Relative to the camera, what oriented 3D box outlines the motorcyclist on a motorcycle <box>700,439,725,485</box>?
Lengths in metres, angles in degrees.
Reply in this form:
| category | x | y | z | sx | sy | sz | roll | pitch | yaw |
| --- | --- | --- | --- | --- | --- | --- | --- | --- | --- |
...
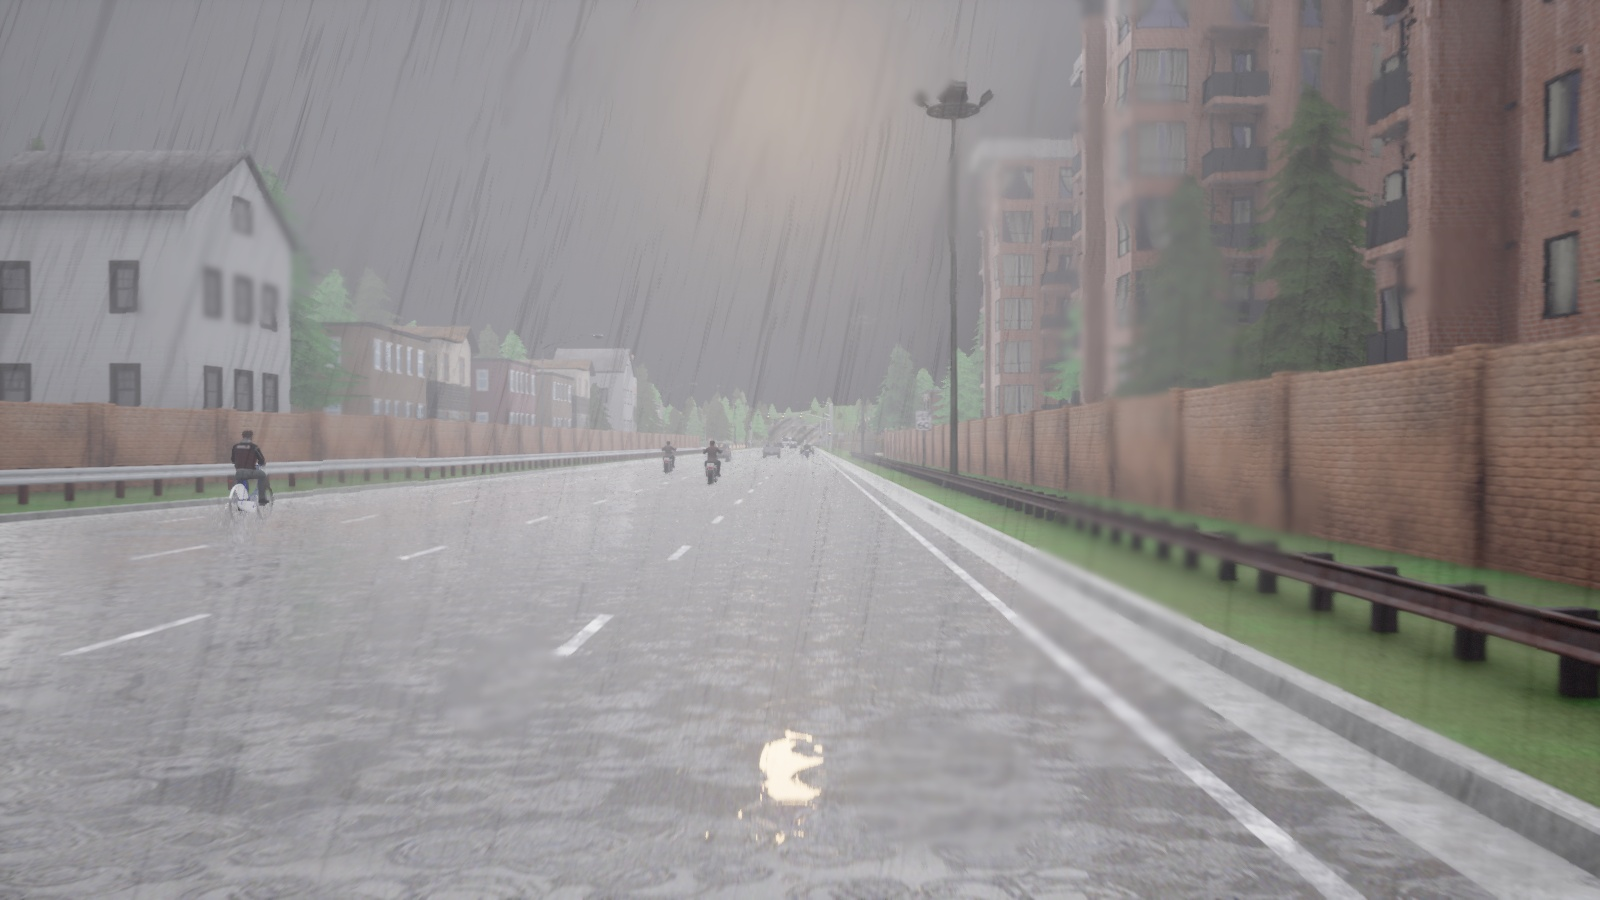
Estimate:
| category | x | y | z | sx | sy | sz | roll | pitch | yaw |
| --- | --- | --- | --- | --- | --- | --- | --- | --- | --- |
| motorcyclist on a motorcycle | -3.221 | 0.434 | 46.378 | 0.766 | 1.649 | 2.350 | 0 | 0 | 0 |

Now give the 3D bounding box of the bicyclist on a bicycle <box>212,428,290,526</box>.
| category | x | y | z | sx | sy | sz | roll | pitch | yaw |
| --- | --- | --- | --- | --- | --- | --- | --- | --- | --- |
| bicyclist on a bicycle | -10.350 | 0.475 | 23.735 | 0.659 | 1.776 | 1.843 | 0 | 1 | 0 |
